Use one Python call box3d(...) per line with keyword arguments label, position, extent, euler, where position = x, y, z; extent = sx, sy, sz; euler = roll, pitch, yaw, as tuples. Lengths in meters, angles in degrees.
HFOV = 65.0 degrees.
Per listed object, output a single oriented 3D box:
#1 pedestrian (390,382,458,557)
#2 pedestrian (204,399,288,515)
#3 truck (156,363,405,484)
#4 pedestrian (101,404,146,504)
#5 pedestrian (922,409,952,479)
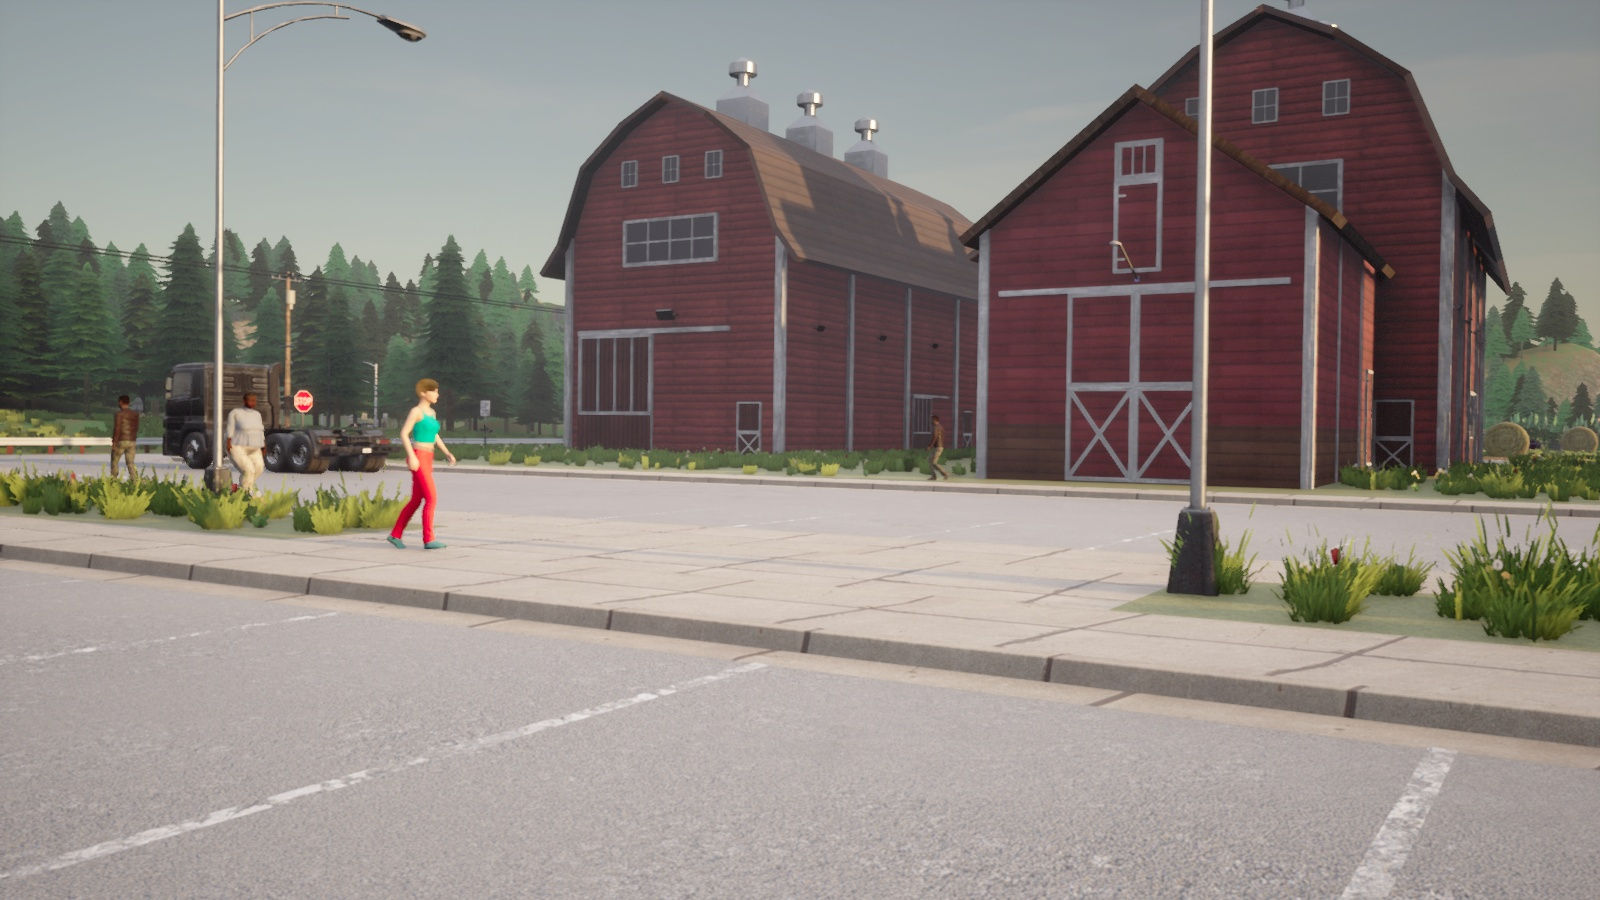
box3d(label="pedestrian", position=(-4.000, 0.201, 13.369), extent=(0.594, 1.836, 0.345), euler=(0, 1, 6))
box3d(label="pedestrian", position=(-9.113, 0.100, 20.659), extent=(0.900, 1.855, 0.874), euler=(0, 1, 29))
box3d(label="truck", position=(-16.224, -0.798, 39.052), extent=(7.936, 3.462, 2.891), euler=(0, 1, 30))
box3d(label="pedestrian", position=(-12.716, 0.070, 23.601), extent=(0.703, 1.840, 0.431), euler=(0, 1, 31))
box3d(label="pedestrian", position=(3.632, -0.163, 33.325), extent=(0.703, 1.840, 0.431), euler=(0, 1, 25))
